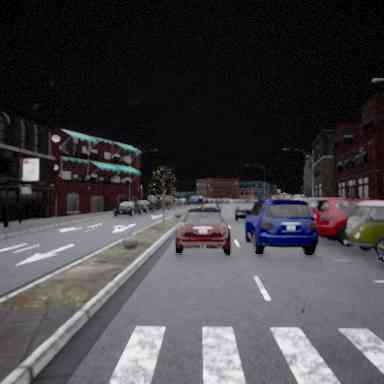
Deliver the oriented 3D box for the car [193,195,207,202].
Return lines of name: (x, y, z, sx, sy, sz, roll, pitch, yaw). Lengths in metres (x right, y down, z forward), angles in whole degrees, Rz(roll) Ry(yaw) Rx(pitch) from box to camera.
car: (0.916, 1.764, 72.766, 2.435, 2.045, 5.566, 0, -1, 16)

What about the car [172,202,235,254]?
car: (0.518, 1.466, 14.193, 2.097, 1.767, 4.553, 0, -1, 3)

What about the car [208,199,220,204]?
car: (5.789, 2.497, 88.689, 2.002, 1.452, 4.674, -1, -2, 19)

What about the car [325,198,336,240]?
car: (8.418, 1.350, 15.452, 5.566, 2.045, 2.435, 0, 0, 3)

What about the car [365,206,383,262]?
car: (8.126, 1.439, 9.957, 4.553, 1.767, 2.185, 0, 0, 3)

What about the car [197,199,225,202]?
car: (1.690, 1.692, 29.433, 1.837, 1.490, 4.892, 0, 0, 6)

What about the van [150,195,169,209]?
van: (-4.996, 1.480, 45.612, 1.878, 1.987, 4.442, 0, 0, 10)

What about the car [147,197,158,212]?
car: (-5.842, 1.731, 40.217, 2.163, 1.488, 4.792, 0, 0, 9)

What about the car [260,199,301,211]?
car: (11.247, 1.675, 42.591, 4.792, 1.488, 2.163, 0, 0, 10)

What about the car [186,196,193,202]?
car: (-1.737, 1.867, 62.040, 2.002, 1.452, 4.674, 0, -1, 13)

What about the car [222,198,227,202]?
car: (7.627, 2.653, 93.892, 2.163, 1.488, 4.792, -1, -2, 21)

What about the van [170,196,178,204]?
van: (-4.037, 1.498, 51.067, 1.878, 1.987, 4.442, 0, -1, 11)

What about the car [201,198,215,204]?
car: (4.094, 2.296, 83.544, 2.231, 1.521, 4.892, -1, -2, 18)

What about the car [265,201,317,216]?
car: (10.130, 1.682, 34.345, 4.792, 1.488, 2.163, 0, 0, 8)

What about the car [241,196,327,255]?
car: (3.507, 1.330, 13.950, 2.150, 2.045, 5.566, 0, 0, 3)

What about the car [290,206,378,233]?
car: (8.732, 1.666, 20.784, 4.674, 1.452, 2.002, 0, 0, 5)

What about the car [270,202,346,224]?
car: (9.013, 1.640, 26.229, 5.366, 1.575, 1.946, 0, 0, 6)

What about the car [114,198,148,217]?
car: (-6.574, 1.695, 34.773, 2.097, 1.535, 5.008, 0, 0, 8)

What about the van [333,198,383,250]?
van: (8.129, 1.358, 12.719, 4.442, 1.987, 1.878, 0, 0, 3)

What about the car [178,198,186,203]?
car: (-2.914, 1.805, 56.624, 2.002, 1.452, 4.674, 0, -1, 12)

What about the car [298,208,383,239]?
car: (8.522, 1.645, 18.177, 4.792, 1.488, 2.163, 0, 0, 4)

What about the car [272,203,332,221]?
car: (9.474, 1.689, 28.925, 4.674, 1.452, 2.002, 0, 0, 6)

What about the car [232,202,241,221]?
car: (4.651, 1.778, 28.944, 1.895, 1.301, 4.718, 0, 0, 6)

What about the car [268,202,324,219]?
car: (9.744, 1.681, 31.643, 4.792, 1.488, 2.163, 0, 0, 7)
